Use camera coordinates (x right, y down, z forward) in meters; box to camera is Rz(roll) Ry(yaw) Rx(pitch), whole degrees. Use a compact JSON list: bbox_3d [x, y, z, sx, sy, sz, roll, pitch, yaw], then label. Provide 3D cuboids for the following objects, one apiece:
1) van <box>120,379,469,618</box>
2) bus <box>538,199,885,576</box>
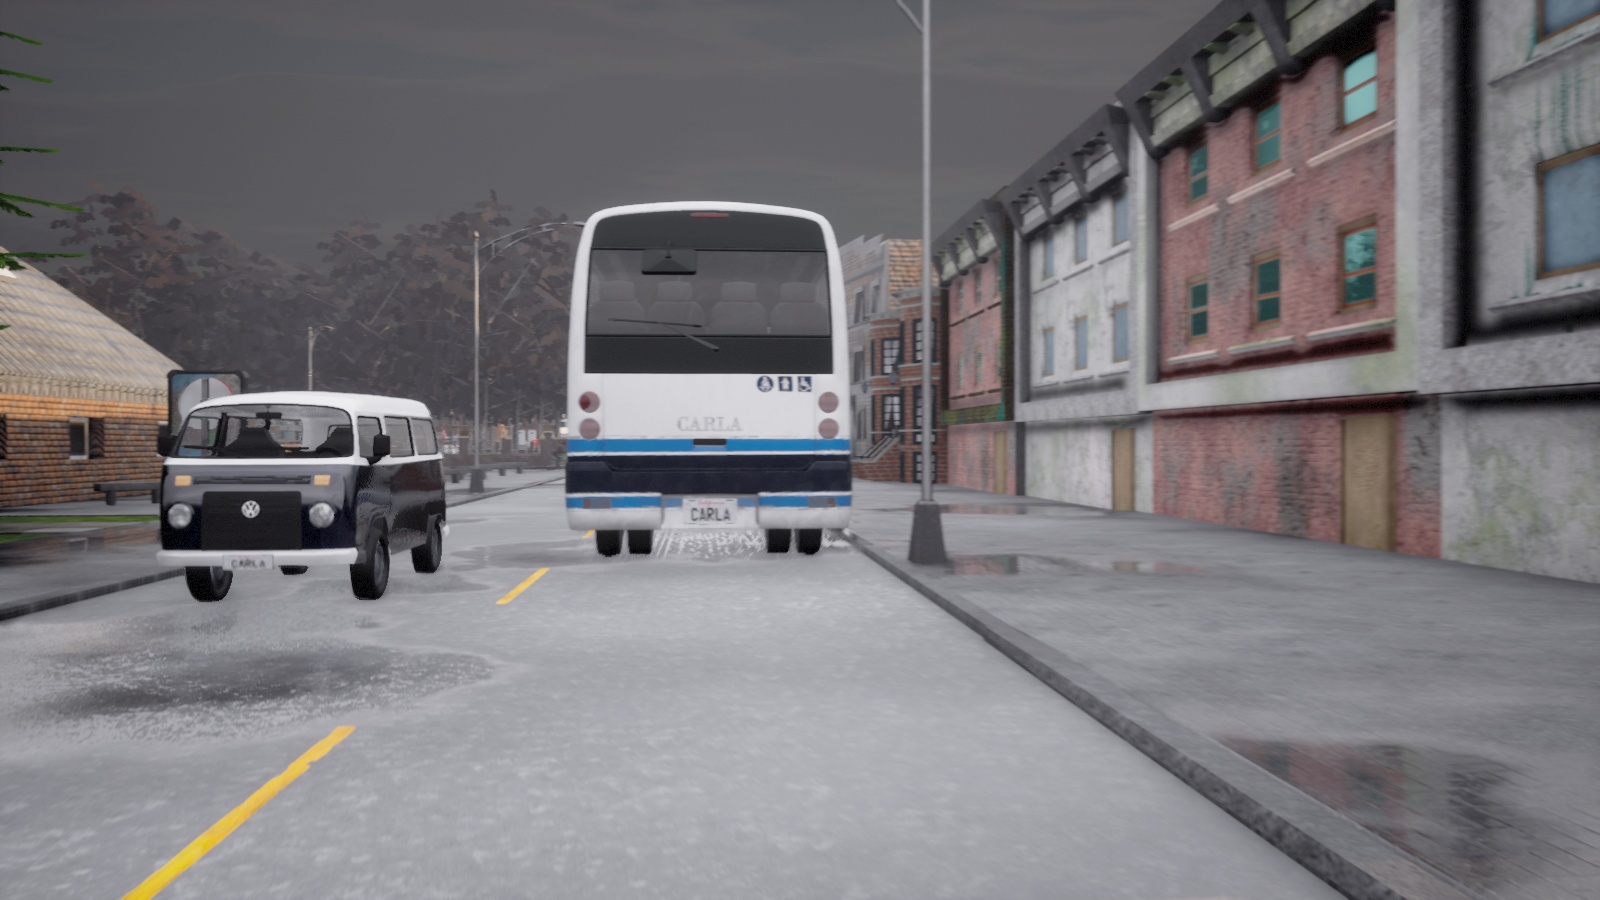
[{"bbox_3d":[-4.905,0.400,12.977,2.069,2.038,4.480,0,0,-4],"label":"van"},{"bbox_3d":[-1.355,-0.735,19.420,3.944,4.253,10.273,0,0,-4],"label":"bus"}]
